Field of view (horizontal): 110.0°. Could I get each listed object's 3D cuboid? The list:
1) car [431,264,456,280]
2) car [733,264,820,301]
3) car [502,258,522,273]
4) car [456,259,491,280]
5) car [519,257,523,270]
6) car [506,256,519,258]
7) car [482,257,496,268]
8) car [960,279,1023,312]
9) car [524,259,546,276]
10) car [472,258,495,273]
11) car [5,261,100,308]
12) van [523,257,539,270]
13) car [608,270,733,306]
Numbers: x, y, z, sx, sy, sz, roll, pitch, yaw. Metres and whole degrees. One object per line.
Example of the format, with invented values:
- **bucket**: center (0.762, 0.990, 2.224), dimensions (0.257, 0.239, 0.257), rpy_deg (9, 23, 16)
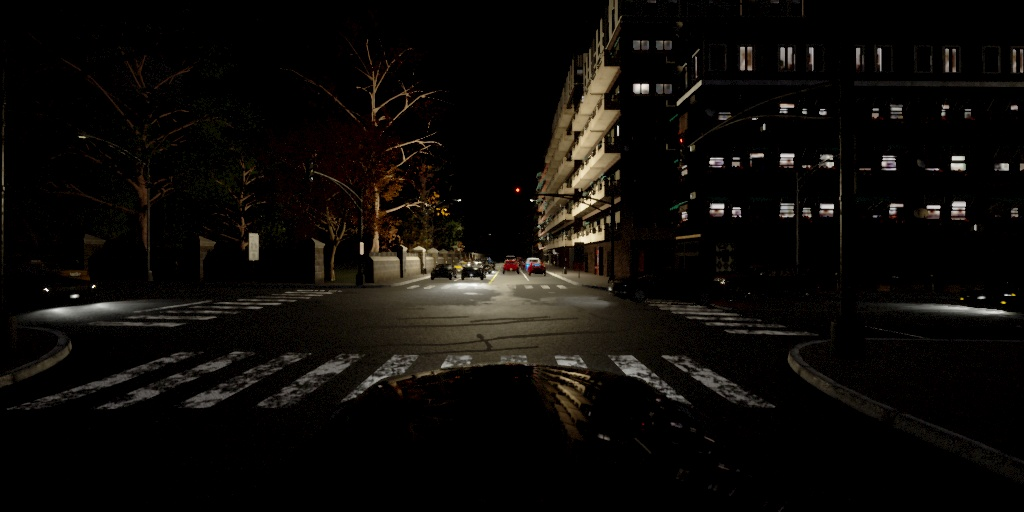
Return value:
- **car**: center (-5.847, 1.329, 31.235), dimensions (1.948, 1.339, 4.313), rpy_deg (0, 0, 0)
- **car**: center (13.359, 1.353, 18.998), dimensions (5.009, 1.841, 2.192), rpy_deg (0, 0, -1)
- **car**: center (-0.121, 1.300, 42.825), dimensions (1.812, 1.442, 4.674), rpy_deg (0, 0, 0)
- **car**: center (-3.250, 1.255, 31.066), dimensions (2.128, 1.511, 4.902), rpy_deg (0, 0, 0)
- **car**: center (2.411, 1.229, 53.801), dimensions (1.967, 1.591, 4.097), rpy_deg (0, 0, 0)
- **car**: center (-0.243, 1.029, 65.328), dimensions (2.150, 2.045, 5.566), rpy_deg (0, 0, 0)
- **car**: center (-3.357, 1.278, 51.776), dimensions (2.128, 1.511, 4.902), rpy_deg (0, 0, 0)
- **car**: center (23.640, 1.779, 16.561), dimensions (4.181, 1.385, 1.994), rpy_deg (1, 0, -1)
- **car**: center (2.503, 1.314, 36.910), dimensions (1.888, 1.381, 4.507), rpy_deg (0, 0, 0)
- **car**: center (-3.307, 1.278, 41.364), dimensions (1.837, 1.490, 4.892), rpy_deg (0, 0, 0)
- **car**: center (-18.225, 0.996, 12.736), dimensions (5.357, 1.411, 2.033), rpy_deg (1, 0, -1)
- **van**: center (2.472, 1.115, 42.541), dimensions (1.690, 1.789, 3.998), rpy_deg (0, 0, 0)
- **car**: center (6.891, 1.380, 16.310), dimensions (4.892, 1.490, 1.837), rpy_deg (3, 0, -1)
